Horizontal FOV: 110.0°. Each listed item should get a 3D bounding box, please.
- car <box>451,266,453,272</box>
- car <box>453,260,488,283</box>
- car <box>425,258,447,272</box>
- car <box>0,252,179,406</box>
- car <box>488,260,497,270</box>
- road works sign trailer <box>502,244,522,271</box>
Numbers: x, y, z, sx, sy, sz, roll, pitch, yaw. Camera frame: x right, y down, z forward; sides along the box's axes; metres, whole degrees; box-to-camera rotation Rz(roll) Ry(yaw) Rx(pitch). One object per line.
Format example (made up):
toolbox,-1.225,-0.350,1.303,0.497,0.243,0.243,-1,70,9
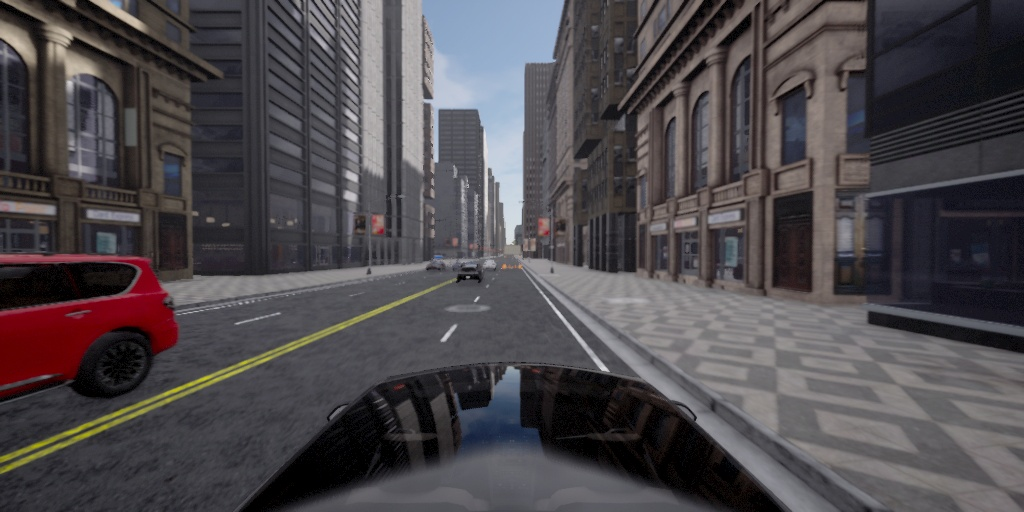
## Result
car,-6.576,1.256,46.551,1.812,1.442,4.674,0,0,0
car,-3.153,1.264,28.116,1.837,1.490,4.892,0,0,0
car,-9.825,1.277,46.833,2.033,1.411,5.357,0,0,0
car,-6.600,0.972,3.585,2.150,2.045,5.566,0,0,0
car,-3.154,1.242,51.431,1.812,1.442,4.674,0,0,0
road works sign trailer,0.062,0.191,47.923,2.380,3.560,2.880,0,0,0
